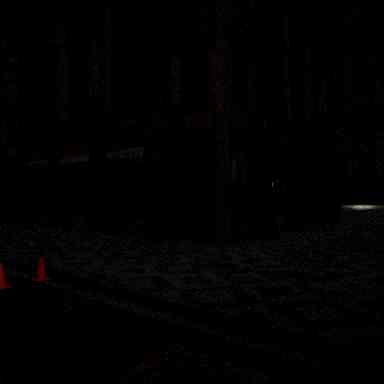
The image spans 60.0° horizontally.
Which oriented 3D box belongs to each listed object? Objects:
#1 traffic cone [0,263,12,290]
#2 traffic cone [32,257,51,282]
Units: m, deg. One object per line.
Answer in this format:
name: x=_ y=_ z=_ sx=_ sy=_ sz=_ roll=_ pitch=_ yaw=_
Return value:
traffic cone: x=-4.567 y=2.009 z=7.994 sx=0.340 sy=0.580 sz=0.340 roll=0 pitch=-1 yaw=37
traffic cone: x=-3.971 y=2.020 z=8.796 sx=0.340 sy=0.580 sz=0.340 roll=0 pitch=-1 yaw=37
